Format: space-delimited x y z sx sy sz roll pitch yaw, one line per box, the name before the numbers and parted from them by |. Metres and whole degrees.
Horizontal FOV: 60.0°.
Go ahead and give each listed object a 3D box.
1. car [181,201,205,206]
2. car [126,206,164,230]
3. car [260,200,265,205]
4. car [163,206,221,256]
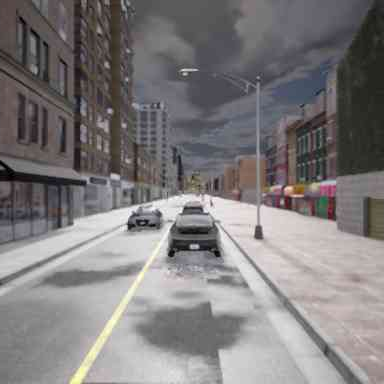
car | 0.097 1.563 29.432 1.837 1.490 4.892 0 0 0
car | -2.850 1.598 21.112 1.994 1.385 4.181 0 0 0
car | 16.374 2.007 71.589 4.097 1.590 1.967 1 -2 0
car | 0.088 1.521 13.172 1.837 1.490 4.892 0 0 0
